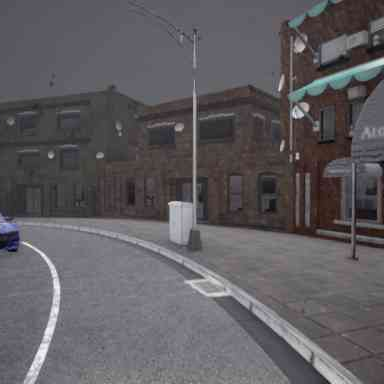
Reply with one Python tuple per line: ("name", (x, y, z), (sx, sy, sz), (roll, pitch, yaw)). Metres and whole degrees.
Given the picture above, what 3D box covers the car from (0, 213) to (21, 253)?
("car", (-7.847, 1.316, 12.093), (1.882, 1.535, 5.008), (0, 1, -44))
